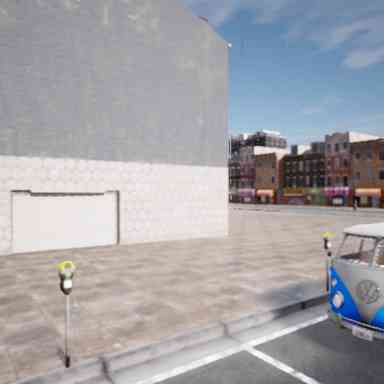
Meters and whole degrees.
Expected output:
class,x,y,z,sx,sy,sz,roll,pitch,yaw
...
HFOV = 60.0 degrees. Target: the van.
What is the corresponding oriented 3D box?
class,x,y,z,sx,sy,sz,roll,pitch,yaw
van,3.988,1.389,5.684,3.998,1.788,1.690,1,-1,-36
